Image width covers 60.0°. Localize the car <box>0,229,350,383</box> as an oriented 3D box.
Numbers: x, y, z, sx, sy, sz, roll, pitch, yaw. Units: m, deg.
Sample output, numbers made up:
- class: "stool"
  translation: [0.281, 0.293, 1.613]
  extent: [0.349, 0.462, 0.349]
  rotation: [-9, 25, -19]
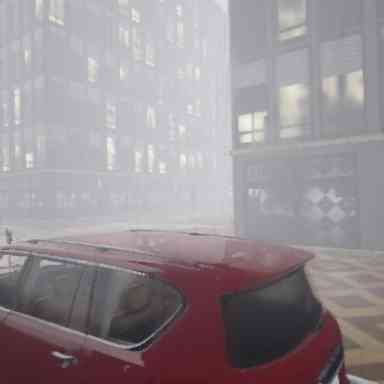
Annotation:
- class: "car"
  translation: [-1.054, 1.335, 3.493]
  extent: [5.009, 1.841, 2.192]
  rotation: [-1, -1, 35]
